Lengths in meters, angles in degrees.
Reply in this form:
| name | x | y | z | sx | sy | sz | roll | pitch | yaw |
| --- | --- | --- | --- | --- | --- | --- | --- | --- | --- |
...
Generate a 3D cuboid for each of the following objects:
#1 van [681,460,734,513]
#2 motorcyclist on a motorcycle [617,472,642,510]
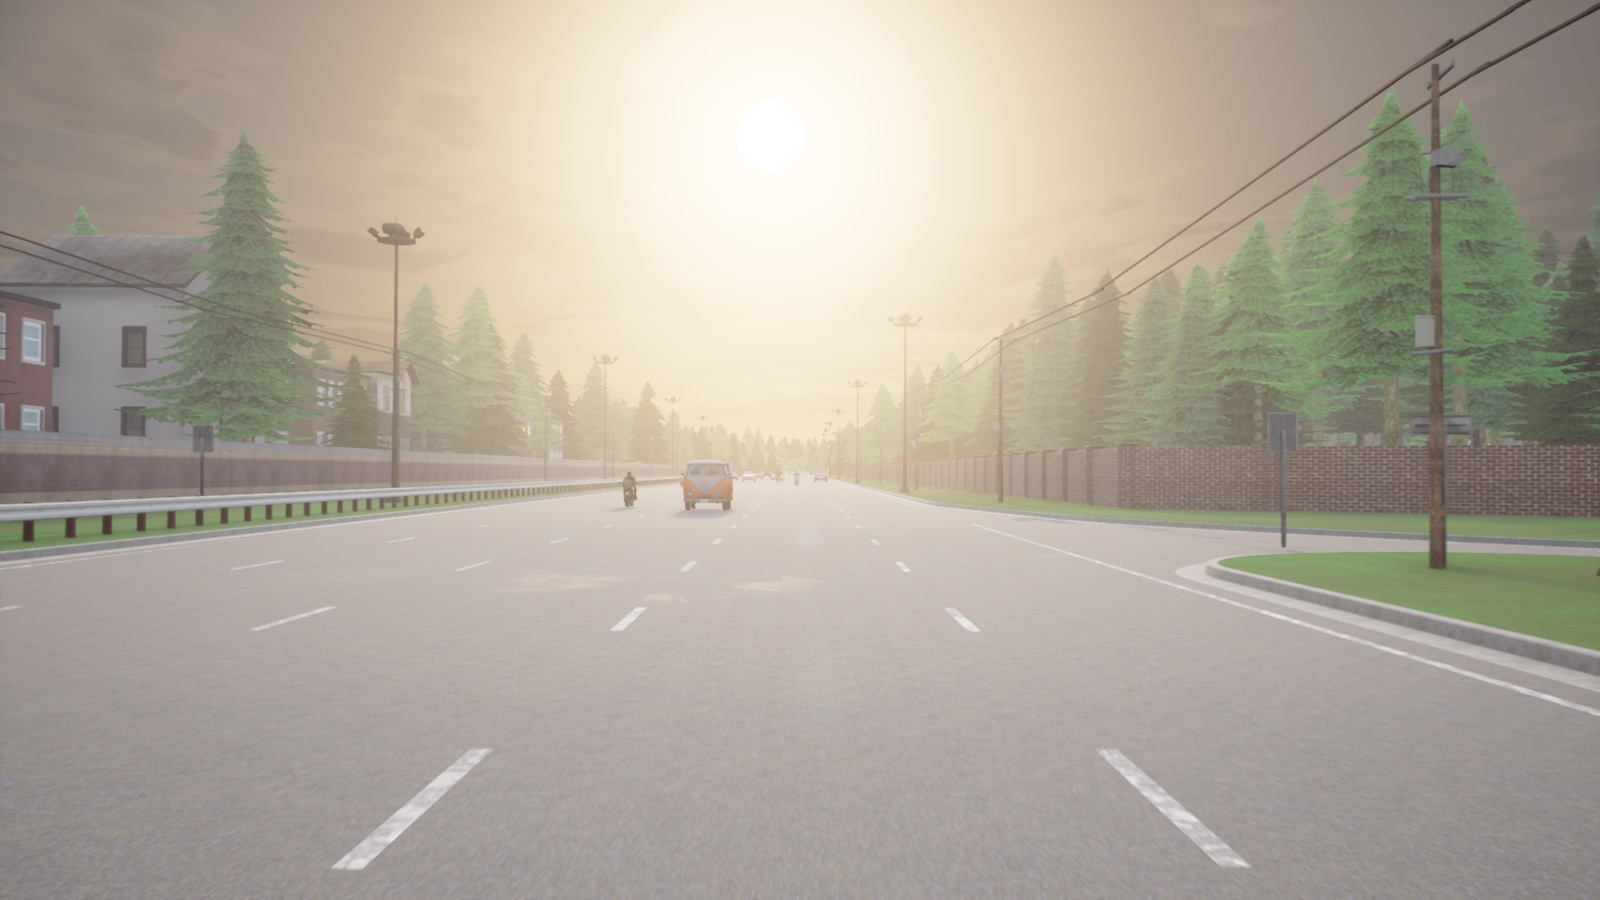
| name | x | y | z | sx | sy | sz | roll | pitch | yaw |
| --- | --- | --- | --- | --- | --- | --- | --- | --- | --- |
| van | -3.621 | 1.418 | 49.953 | 1.775 | 1.987 | 4.442 | 0 | -1 | 0 |
| motorcyclist on a motorcycle | -7.127 | 1.707 | 52.619 | 0.797 | 1.523 | 2.044 | 0 | -1 | 0 |
